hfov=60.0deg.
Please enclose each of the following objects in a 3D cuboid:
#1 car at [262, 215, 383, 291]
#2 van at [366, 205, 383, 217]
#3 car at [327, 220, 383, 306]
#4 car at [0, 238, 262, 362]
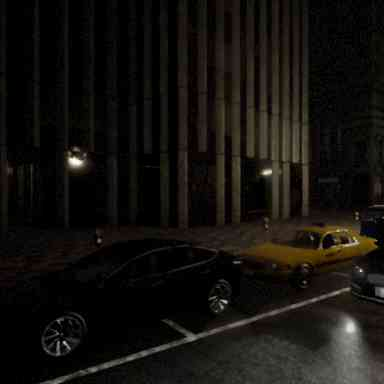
[{"bbox_3d":[3.250,1.522,8.972,4.829,1.417,1.752,0,0,-36],"label":"car"},{"bbox_3d":[7.794,1.335,12.215,3.998,1.788,1.690,0,0,-36],"label":"van"},{"bbox_3d":[5.352,1.488,7.153,4.902,1.511,2.128,0,0,-35],"label":"car"},{"bbox_3d":[-1.017,1.565,5.925,4.313,1.339,1.947,0,0,-36],"label":"car"}]
